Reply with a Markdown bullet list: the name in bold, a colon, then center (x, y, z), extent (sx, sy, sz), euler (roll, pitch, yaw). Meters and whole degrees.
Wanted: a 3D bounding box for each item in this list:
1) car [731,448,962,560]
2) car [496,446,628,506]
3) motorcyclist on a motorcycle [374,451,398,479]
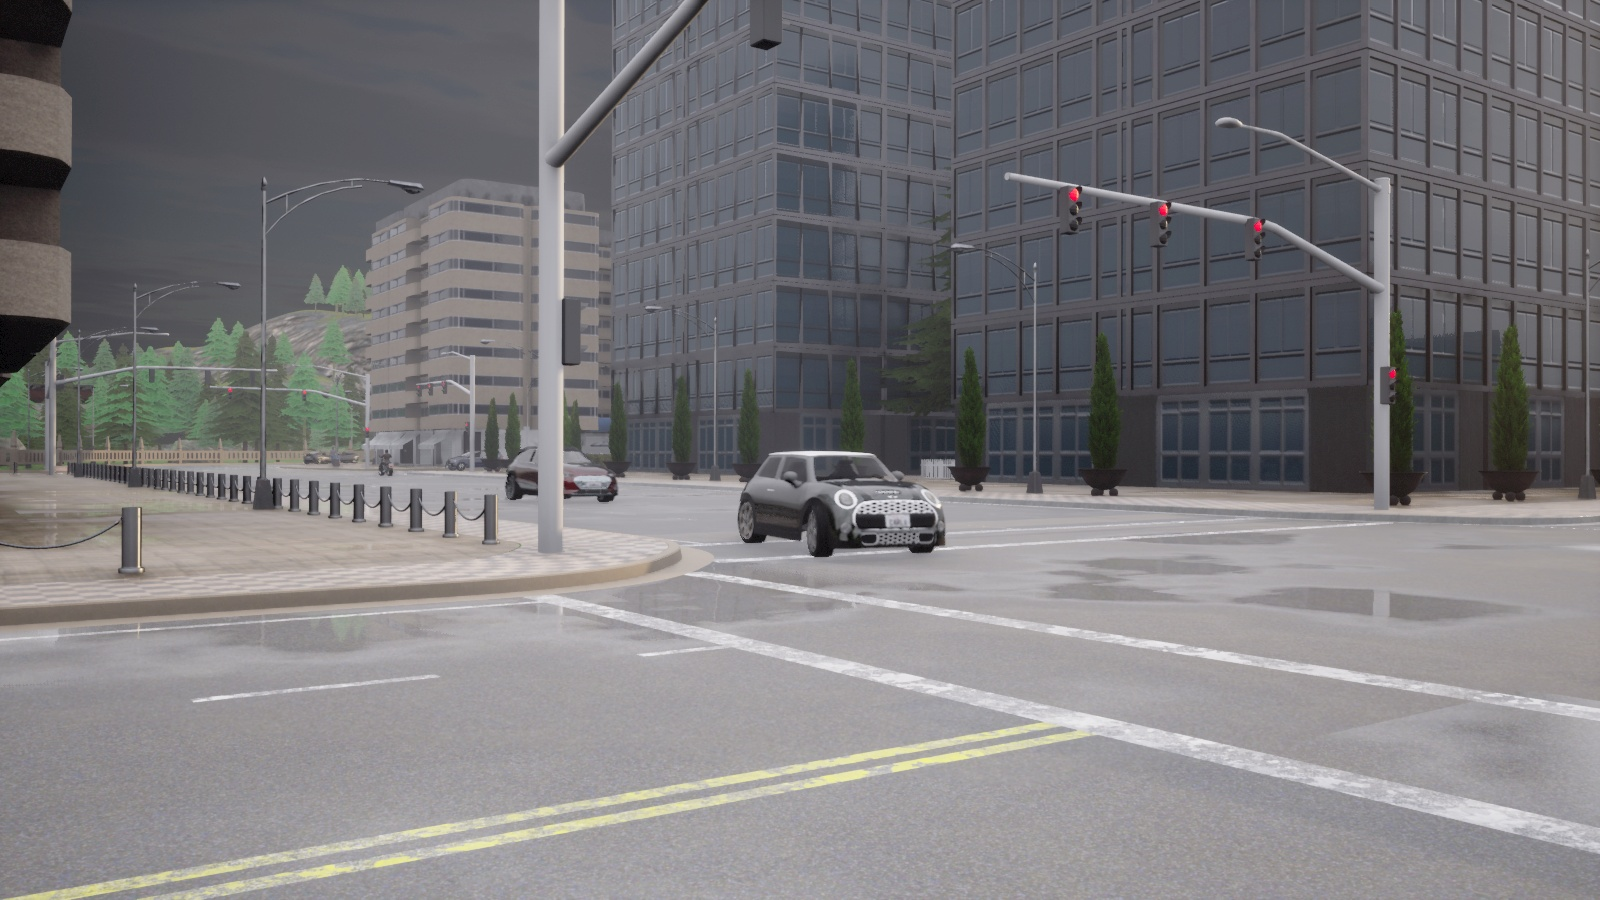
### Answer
- **car**: center (0.574, 0.713, 18.830), extent (1.970, 1.475, 3.806), euler (0, 0, -24)
- **car**: center (-7.057, 0.725, 36.903), extent (2.033, 1.649, 4.856), euler (0, 0, -34)
- **motorcyclist on a motorcycle**: center (-24.902, 0.877, 75.473), extent (0.766, 1.649, 2.350), euler (0, 0, -34)
